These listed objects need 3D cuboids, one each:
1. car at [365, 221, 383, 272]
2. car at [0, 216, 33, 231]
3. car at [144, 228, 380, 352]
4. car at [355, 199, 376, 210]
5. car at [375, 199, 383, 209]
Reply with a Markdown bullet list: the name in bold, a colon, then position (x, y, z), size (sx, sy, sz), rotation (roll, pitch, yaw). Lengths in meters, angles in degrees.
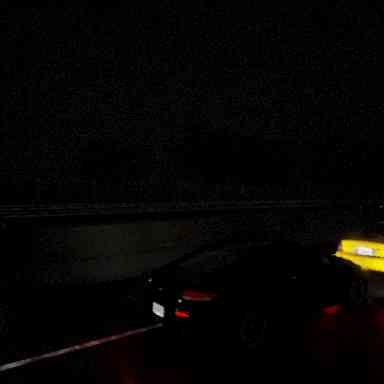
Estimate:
- **car**: position (6.395, 1.461, 9.805), size (5.366, 1.575, 1.801), rotation (0, 0, -36)
- **car**: position (-7.956, 1.540, 11.194), size (4.892, 1.490, 1.837), rotation (0, 0, -36)
- **car**: position (1.381, 1.533, 6.168), size (4.674, 1.442, 1.812), rotation (0, 0, -36)
- **car**: position (22.574, 1.631, 41.961), size (4.892, 1.490, 1.837), rotation (1, -1, -36)
- **car**: position (23.436, 1.636, 38.269), size (4.674, 1.442, 1.812), rotation (0, 0, -36)
